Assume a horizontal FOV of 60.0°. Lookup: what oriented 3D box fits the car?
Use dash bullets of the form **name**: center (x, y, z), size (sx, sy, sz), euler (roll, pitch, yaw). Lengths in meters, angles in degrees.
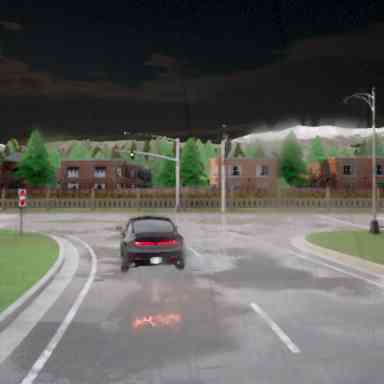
- **car**: center (-1.414, 1.535, 10.980), size (1.837, 1.490, 4.892), euler (0, 0, -12)
